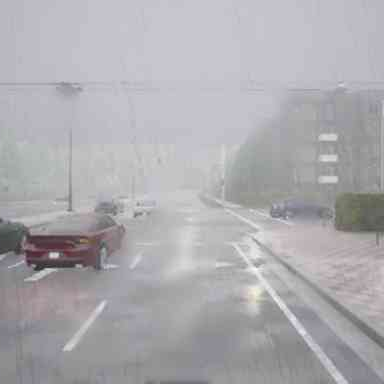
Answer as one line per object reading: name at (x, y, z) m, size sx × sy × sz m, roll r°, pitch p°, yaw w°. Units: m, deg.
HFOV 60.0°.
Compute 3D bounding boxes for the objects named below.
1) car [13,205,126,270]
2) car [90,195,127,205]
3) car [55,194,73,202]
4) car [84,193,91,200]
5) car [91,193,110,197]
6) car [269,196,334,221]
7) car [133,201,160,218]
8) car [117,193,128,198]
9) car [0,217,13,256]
car at (-3.424, 1.400, 10.731) m, size 1.882 × 1.535 × 5.008 m, roll 0°, pitch 0°, yaw 0°
car at (-7.314, 1.293, 29.673) m, size 1.837 × 1.490 × 4.892 m, roll 0°, pitch 1°, yaw -2°
car at (-23.300, 1.045, 60.589) m, size 1.882 × 1.535 × 5.008 m, roll 0°, pitch 0°, yaw 0°
car at (-23.279, 0.991, 76.962) m, size 2.033 × 1.411 × 5.357 m, roll 0°, pitch 0°, yaw 0°
car at (-16.310, 0.916, 61.119) m, size 2.097 × 1.767 × 4.553 m, roll 0°, pitch 0°, yaw 0°
car at (8.251, 1.173, 24.991) m, size 4.553 × 1.767 × 2.097 m, roll 0°, pitch 1°, yaw -12°
car at (-3.750, 1.400, 28.047) m, size 1.895 × 1.301 × 4.718 m, roll 0°, pitch 0°, yaw -2°
car at (-16.279, 0.926, 77.347) m, size 1.882 × 1.535 × 5.008 m, roll 0°, pitch 0°, yaw 0°
car at (-6.924, 1.278, 10.285) m, size 2.097 × 1.767 × 4.553 m, roll 0°, pitch 0°, yaw 0°
